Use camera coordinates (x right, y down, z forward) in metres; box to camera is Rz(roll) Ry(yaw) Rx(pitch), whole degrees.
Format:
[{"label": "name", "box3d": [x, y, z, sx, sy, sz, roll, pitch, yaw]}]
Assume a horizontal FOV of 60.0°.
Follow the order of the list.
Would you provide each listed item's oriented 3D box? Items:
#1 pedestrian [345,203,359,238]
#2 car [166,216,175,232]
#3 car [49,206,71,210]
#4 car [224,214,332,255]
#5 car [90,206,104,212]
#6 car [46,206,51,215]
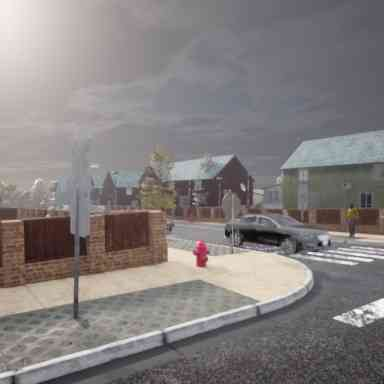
[{"label": "pedestrian", "box3d": [8.367, 1.461, 17.427, 0.375, 1.860, 0.375, 0, 0, -36]}, {"label": "car", "box3d": [-3.054, 2.004, 23.233, 2.128, 1.511, 4.902, 1, -3, -36]}, {"label": "car", "box3d": [-15.779, 2.720, 40.932, 1.895, 1.301, 4.718, 1, -2, -35]}, {"label": "car", "box3d": [3.497, 1.702, 14.388, 2.128, 1.511, 4.902, 1, -2, -38]}, {"label": "car", "box3d": [-9.749, 2.182, 32.532, 2.097, 1.767, 4.553, 1, -2, -36]}, {"label": "car", "box3d": [-23.620, 3.173, 56.776, 1.837, 1.490, 4.892, 1, -3, -36]}]
